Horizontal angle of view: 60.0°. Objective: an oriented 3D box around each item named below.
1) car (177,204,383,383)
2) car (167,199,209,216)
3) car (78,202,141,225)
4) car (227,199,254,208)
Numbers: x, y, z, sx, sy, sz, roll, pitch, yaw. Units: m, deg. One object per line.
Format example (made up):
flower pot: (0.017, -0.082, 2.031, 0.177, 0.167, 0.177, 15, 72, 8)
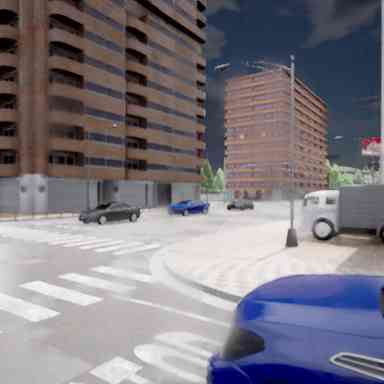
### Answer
car: (2.778, 1.227, 1.998, 5.566, 2.045, 2.150, 0, 0, 36)
car: (-0.312, 1.447, 31.581, 1.882, 1.535, 5.008, 0, 1, 36)
car: (-5.797, 1.475, 23.858, 1.837, 1.490, 4.892, 0, 0, 35)
car: (5.874, 1.533, 40.213, 1.994, 1.385, 4.181, 0, 0, 36)
